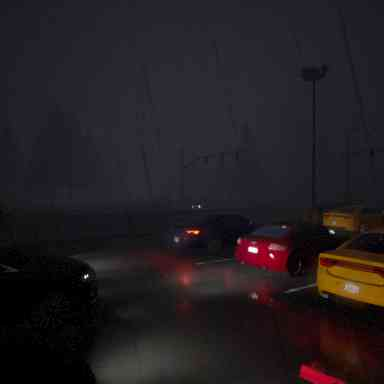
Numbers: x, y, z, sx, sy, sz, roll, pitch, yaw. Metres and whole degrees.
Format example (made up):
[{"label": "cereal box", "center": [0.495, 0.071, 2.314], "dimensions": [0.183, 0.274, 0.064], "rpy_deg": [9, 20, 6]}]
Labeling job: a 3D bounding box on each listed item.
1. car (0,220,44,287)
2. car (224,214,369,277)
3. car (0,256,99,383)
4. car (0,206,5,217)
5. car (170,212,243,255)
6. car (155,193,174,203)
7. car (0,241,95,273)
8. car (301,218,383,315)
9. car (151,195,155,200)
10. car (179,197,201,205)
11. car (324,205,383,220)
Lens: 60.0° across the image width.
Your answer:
[{"label": "car", "center": [-6.515, 1.547, 7.714], "dimensions": [5.357, 1.411, 2.033], "rpy_deg": [0, 0, -35]}, {"label": "car", "center": [3.324, 1.564, 10.309], "dimensions": [4.181, 1.385, 1.994], "rpy_deg": [0, 0, -35]}, {"label": "car", "center": [-2.928, 1.505, 1.645], "dimensions": [4.892, 1.490, 1.837], "rpy_deg": [0, 0, -35]}, {"label": "car", "center": [-17.461, 1.477, 25.946], "dimensions": [5.008, 1.535, 1.882], "rpy_deg": [0, 0, -35]}, {"label": "car", "center": [1.349, 1.526, 13.200], "dimensions": [4.674, 1.442, 1.812], "rpy_deg": [0, 0, -35]}, {"label": "car", "center": [-5.510, 1.225, 69.418], "dimensions": [2.150, 2.045, 5.566], "rpy_deg": [0, 0, -21]}, {"label": "car", "center": [-3.974, 1.492, 5.192], "dimensions": [4.902, 1.511, 2.128], "rpy_deg": [0, 0, -35]}, {"label": "car", "center": [4.738, 1.478, 7.033], "dimensions": [5.008, 1.535, 1.882], "rpy_deg": [0, 0, -35]}, {"label": "car", "center": [-9.129, 1.524, 83.031], "dimensions": [1.812, 1.442, 4.674], "rpy_deg": [0, 0, -10]}, {"label": "car", "center": [-0.466, 1.547, 57.958], "dimensions": [2.033, 1.411, 5.357], "rpy_deg": [0, 0, -27]}, {"label": "car", "center": [9.525, 1.478, 18.891], "dimensions": [5.008, 1.535, 1.882], "rpy_deg": [0, 0, -35]}]
